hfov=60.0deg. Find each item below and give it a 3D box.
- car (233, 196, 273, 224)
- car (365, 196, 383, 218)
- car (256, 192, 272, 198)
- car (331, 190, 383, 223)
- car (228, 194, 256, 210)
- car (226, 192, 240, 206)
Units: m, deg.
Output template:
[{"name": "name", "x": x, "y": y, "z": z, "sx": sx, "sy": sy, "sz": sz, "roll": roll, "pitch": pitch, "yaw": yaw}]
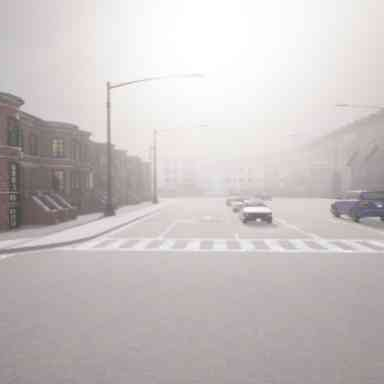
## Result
[{"name": "car", "x": 4.153, "y": 1.261, "z": 22.536, "sx": 2.033, "sy": 1.411, "sz": 5.357, "roll": 0, "pitch": 1, "yaw": 4}, {"name": "car", "x": 14.969, "y": 1.099, "z": 24.621, "sx": 1.882, "sy": 1.535, "sz": 5.008, "roll": 0, "pitch": 1, "yaw": 3}, {"name": "car", "x": 12.681, "y": 0.780, "z": 60.064, "sx": 2.033, "sy": 1.411, "sz": 5.357, "roll": 0, "pitch": 1, "yaw": -10}, {"name": "car", "x": 11.335, "y": 0.890, "z": 22.472, "sx": 2.150, "sy": 2.045, "sz": 5.566, "roll": 0, "pitch": 1, "yaw": 3}, {"name": "car", "x": 4.783, "y": 1.201, "z": 32.135, "sx": 1.895, "sy": 1.301, "sz": 4.718, "roll": 0, "pitch": 1, "yaw": 4}, {"name": "car", "x": 5.405, "y": 0.831, "z": 42.424, "sx": 2.097, "sy": 1.767, "sz": 4.553, "roll": 0, "pitch": 1, "yaw": 3}]
